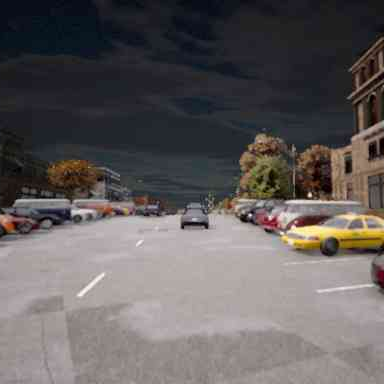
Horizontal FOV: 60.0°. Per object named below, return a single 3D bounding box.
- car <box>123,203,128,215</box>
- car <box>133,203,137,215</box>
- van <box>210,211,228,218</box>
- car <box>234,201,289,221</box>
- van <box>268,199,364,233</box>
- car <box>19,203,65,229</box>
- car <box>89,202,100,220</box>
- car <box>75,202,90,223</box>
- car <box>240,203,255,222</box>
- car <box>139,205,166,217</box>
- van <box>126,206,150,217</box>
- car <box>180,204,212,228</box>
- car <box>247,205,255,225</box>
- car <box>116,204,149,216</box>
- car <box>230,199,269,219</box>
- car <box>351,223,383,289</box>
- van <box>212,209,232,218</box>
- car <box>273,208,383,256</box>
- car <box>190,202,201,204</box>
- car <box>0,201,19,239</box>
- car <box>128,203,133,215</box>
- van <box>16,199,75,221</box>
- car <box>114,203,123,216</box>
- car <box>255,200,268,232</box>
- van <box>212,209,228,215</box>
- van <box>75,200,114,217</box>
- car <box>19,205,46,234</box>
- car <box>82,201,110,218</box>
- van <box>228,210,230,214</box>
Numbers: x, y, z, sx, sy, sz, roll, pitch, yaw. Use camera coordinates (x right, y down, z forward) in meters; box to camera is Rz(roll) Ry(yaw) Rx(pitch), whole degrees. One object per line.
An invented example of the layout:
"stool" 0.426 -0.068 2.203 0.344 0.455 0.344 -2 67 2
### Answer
"car" -11.157 2.325 42.743 4.892 1.521 2.231 0 -3 -19
"car" -11.081 2.654 48.582 4.892 1.521 2.231 0 -4 -19
"van" 7.461 6.278 91.915 4.442 1.987 1.878 3 -5 -19
"car" 6.578 1.805 31.504 4.553 1.767 2.185 1 -1 -19
"van" 6.335 1.410 16.488 4.442 1.987 1.878 1 -1 -20
"car" -11.347 1.714 22.233 5.008 1.535 2.097 0 -1 -20
"car" -11.277 1.944 31.039 4.674 1.452 2.002 0 -2 -20
"car" -11.302 1.875 28.101 4.674 1.452 2.002 0 -1 -20
"car" 6.524 1.825 25.519 4.792 1.488 2.163 1 -1 -19
"car" -4.760 2.308 40.887 2.033 1.411 5.357 0 -3 1
"van" -10.679 3.868 66.169 4.442 1.987 1.878 1 -6 -19
"car" 0.196 1.840 24.314 1.994 1.385 4.181 0 -1 0
"car" 6.470 1.777 22.514 4.674 1.452 2.002 1 -1 -19
"car" -10.870 3.302 60.292 5.566 2.045 2.435 1 -5 -19
"car" 6.501 1.608 28.487 5.566 2.045 2.435 1 -1 -19
"car" 6.380 1.570 7.538 4.792 1.488 2.163 1 0 -20
"van" 7.494 5.462 83.207 4.442 1.987 1.878 3 -6 -19
"car" 6.254 1.594 13.469 5.366 1.575 1.946 1 0 -20
"car" 0.485 2.130 41.370 2.097 1.767 4.553 0 -3 3
"car" -11.344 1.490 16.374 4.553 1.767 2.185 -1 -1 -20
"car" -11.287 2.474 45.596 5.366 1.575 1.946 0 -3 -19
"van" -11.432 1.547 25.131 4.442 1.987 1.878 0 -1 -20
"car" -11.192 2.190 39.819 5.008 1.535 2.097 0 -2 -19
"car" 6.427 1.559 19.518 4.553 1.767 2.185 1 -1 -20
"van" 7.214 5.177 80.193 4.442 1.987 1.878 3 -5 -19
"van" -11.330 1.850 36.859 4.442 1.987 1.878 0 -2 -19
"car" -11.331 1.692 19.315 4.792 1.488 2.163 0 -1 -20
"car" -11.219 2.011 33.972 4.792 1.488 2.163 0 -2 -19
"van" 6.463 1.782 34.449 4.442 1.987 1.878 1 -2 -19
